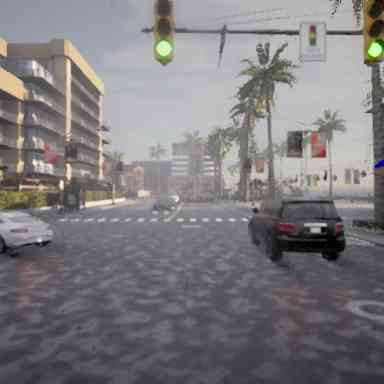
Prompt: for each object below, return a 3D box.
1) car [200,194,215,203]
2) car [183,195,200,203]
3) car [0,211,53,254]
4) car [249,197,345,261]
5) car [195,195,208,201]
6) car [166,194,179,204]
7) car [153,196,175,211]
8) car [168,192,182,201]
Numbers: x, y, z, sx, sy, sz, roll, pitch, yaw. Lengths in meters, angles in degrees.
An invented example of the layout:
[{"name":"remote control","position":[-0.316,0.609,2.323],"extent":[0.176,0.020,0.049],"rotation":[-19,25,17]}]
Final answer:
[{"name":"car","position":[3.362,1.229,67.482],"extent":[2.097,1.767,4.553],"rotation":[0,0,-4]},{"name":"car","position":[-0.144,1.376,67.626],"extent":[2.128,1.511,4.902],"rotation":[0,0,-4]},{"name":"car","position":[-7.543,1.502,13.229],"extent":[4.674,1.442,1.812],"rotation":[0,0,30]},{"name":"car","position":[3.601,1.199,12.371],"extent":[2.150,2.045,5.566],"rotation":[0,0,0]},{"name":"car","position":[2.118,1.358,77.539],"extent":[1.837,1.490,4.892],"rotation":[0,0,-12]},{"name":"car","position":[-3.497,1.456,50.272],"extent":[2.033,1.411,5.357],"rotation":[0,0,0]},{"name":"car","position":[-3.498,1.491,40.094],"extent":[1.994,1.385,4.181],"rotation":[0,0,0]},{"name":"car","position":[-3.498,1.111,60.641],"extent":[2.150,2.045,5.566],"rotation":[0,0,0]}]
